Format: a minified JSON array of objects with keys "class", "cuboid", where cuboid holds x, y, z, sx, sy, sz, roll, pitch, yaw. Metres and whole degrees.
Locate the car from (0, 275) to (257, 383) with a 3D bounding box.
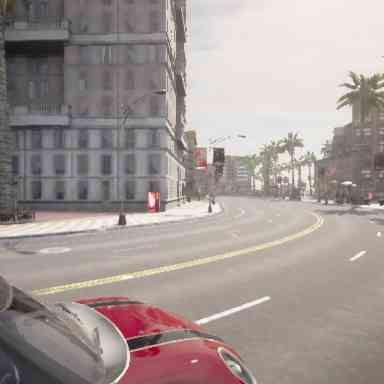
[{"class":"car","cuboid":[-1.639,1.344,2.110,4.553,1.767,2.097,0,0,-35]}]
